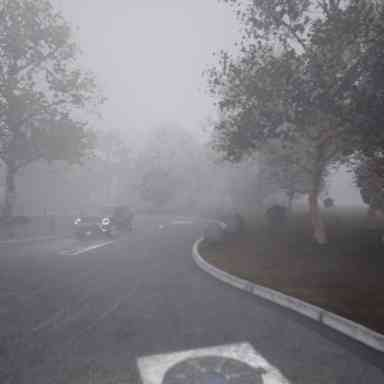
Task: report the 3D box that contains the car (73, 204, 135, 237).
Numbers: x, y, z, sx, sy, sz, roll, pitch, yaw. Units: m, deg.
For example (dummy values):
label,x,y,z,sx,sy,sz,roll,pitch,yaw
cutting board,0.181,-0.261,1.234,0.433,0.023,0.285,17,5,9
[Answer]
label,x,y,z,sx,sy,sz,roll,pitch,yaw
car,-4.934,1.529,19.224,2.097,1.767,4.553,-1,0,10

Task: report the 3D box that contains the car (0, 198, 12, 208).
label,x,y,z,sx,sy,sz,roll,pitch,yaw
car,-33.465,1.855,56.342,4.792,1.488,2.163,1,0,-38

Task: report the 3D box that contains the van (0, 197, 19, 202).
label,x,y,z,sx,sy,sz,roll,pitch,yaw
van,-28.433,1.748,49.704,4.442,1.987,1.878,1,0,-38
